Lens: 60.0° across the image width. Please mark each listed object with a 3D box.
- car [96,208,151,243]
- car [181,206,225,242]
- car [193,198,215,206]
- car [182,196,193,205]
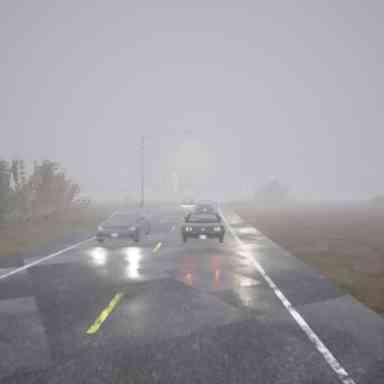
[{"bbox_3d":[-3.155,1.534,16.196,1.812,1.442,4.674,0,0,2],"label":"car"},{"bbox_3d":[0.543,1.601,16.257,1.895,1.301,4.718,0,0,2],"label":"car"},{"bbox_3d":[1.341,1.523,33.935,1.812,1.442,4.674,0,0,3],"label":"car"},{"bbox_3d":[-0.578,1.490,58.916,2.128,1.511,4.902,0,0,5],"label":"car"}]
